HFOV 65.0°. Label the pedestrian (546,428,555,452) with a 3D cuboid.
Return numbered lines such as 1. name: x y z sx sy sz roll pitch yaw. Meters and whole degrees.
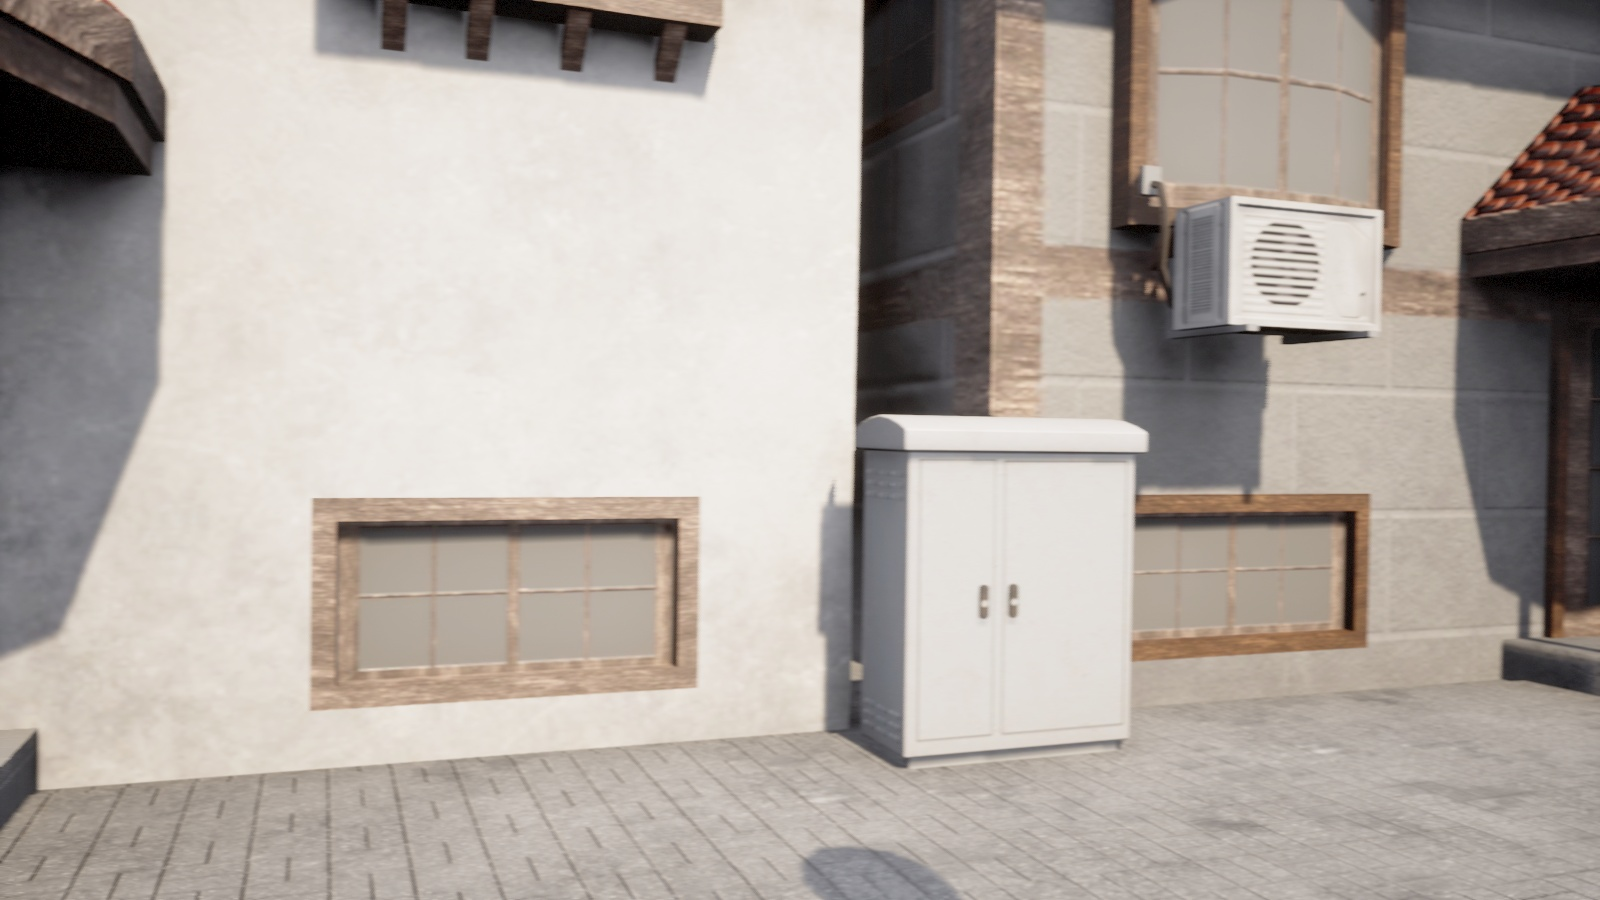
1. pedestrian: -18.807 -0.761 94.775 0.594 1.836 0.345 -1 1 -22
